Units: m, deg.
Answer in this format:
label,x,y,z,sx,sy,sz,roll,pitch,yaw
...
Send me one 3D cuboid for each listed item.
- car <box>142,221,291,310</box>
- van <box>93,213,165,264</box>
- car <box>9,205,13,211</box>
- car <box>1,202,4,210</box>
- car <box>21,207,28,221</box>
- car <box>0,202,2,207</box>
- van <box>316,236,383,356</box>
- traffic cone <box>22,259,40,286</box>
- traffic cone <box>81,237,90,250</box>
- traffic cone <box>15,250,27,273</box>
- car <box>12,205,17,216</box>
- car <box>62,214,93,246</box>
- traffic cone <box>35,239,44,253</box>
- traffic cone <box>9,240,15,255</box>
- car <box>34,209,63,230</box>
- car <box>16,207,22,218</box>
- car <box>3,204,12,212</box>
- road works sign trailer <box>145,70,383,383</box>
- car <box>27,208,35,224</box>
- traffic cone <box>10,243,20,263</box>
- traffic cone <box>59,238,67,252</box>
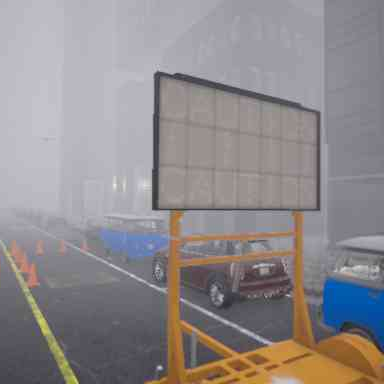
label,x,y,z,sx,sy,sz,roll,pitch,yaw
car,0.518,1.769,8.812,1.967,1.590,4.097,3,-3,-32
van,-2.497,1.792,13.563,1.690,1.788,3.998,3,-3,-32
car,-26.634,2.974,51.522,1.947,1.339,4.313,3,-3,-32
car,-38.696,3.309,70.511,1.967,1.590,4.097,3,-3,-32
car,-17.583,2.600,37.283,1.887,1.381,4.507,3,-3,-32
car,-44.731,3.642,79.998,1.887,1.381,4.507,3,-3,-32
van,3.537,1.545,4.071,1.690,1.788,3.998,3,-3,-32
traffic cone,-4.345,2.224,9.071,0.340,0.580,0.340,2,-2,-32
traffic cone,-5.031,2.447,15.740,0.340,0.580,0.340,2,-2,-32
traffic cone,-5.418,2.268,10.758,0.340,0.580,0.340,2,-2,-32
car,-23.616,2.836,46.776,1.887,1.381,4.507,3,-3,-32
car,-5.518,2.124,18.300,2.008,1.369,4.403,3,-3,-32
traffic cone,-6.719,2.386,14.668,0.340,0.580,0.340,2,-2,-32
traffic cone,-7.563,2.355,14.133,0.340,0.580,0.340,2,-2,-32
car,-11.551,2.367,27.792,2.008,1.369,4.403,3,-3,-32
car,-20.600,2.719,42.030,1.887,1.381,4.507,3,-3,-32
car,-35.682,3.299,65.760,1.887,1.381,4.507,3,-3,-32
road works sign trailer,0.506,0.619,3.899,2.380,3.560,2.880,2,-2,-32
car,-14.567,2.481,32.538,1.887,1.381,4.507,3,-3,-32
traffic cone,-6.490,2.311,12.445,0.340,0.580,0.340,2,-2,-32
traffic cone,-5.875,2.416,15.204,0.340,0.580,0.340,2,-2,-32
